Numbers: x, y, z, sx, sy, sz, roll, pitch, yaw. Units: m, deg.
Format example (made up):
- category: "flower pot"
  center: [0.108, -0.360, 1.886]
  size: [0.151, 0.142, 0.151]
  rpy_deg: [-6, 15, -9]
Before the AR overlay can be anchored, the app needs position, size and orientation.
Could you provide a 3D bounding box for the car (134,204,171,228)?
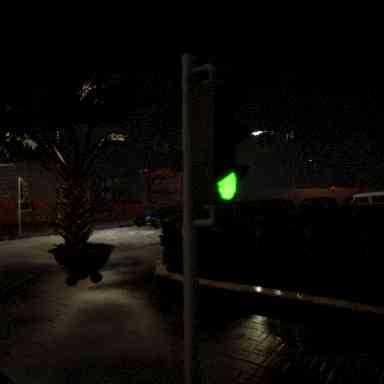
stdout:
- category: "car"
  center: [-2.087, 1.707, 24.514]
  size: [1.882, 1.535, 5.008]
  rpy_deg: [-1, -1, 36]
